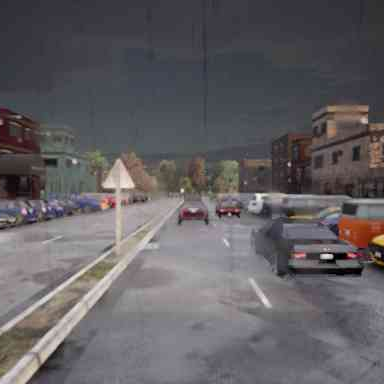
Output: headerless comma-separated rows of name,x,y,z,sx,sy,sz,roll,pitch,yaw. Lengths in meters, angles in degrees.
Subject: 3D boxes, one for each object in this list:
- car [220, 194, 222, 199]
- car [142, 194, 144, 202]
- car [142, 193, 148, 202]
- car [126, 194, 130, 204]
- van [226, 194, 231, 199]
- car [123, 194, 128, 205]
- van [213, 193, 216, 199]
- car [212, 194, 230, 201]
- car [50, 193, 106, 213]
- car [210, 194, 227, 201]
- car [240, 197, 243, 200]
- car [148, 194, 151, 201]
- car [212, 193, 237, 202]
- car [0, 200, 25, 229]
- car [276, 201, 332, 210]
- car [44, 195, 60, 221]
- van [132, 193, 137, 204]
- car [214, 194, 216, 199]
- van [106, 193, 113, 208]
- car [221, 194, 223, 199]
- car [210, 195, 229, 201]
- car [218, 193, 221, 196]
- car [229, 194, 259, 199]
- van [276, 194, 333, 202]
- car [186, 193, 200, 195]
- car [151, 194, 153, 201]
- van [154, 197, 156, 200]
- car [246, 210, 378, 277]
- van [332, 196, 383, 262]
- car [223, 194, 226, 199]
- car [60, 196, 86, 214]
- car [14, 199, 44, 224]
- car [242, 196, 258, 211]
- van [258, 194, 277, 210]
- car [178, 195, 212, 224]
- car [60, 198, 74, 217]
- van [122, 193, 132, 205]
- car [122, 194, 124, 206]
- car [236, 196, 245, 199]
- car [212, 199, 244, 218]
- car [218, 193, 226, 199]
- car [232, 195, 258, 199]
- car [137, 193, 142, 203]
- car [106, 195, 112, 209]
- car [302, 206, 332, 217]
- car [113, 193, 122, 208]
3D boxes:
car,7.620,1.466,56.060,4.892,1.521,2.231,0,0,0
car,-12.549,1.542,65.987,4.674,1.452,2.002,0,0,0
car,-12.522,1.267,68.707,5.566,2.045,2.435,0,0,0
car,-12.557,1.480,52.031,4.674,1.452,2.002,0,0,0
van,7.510,1.215,47.666,4.442,1.987,1.878,0,0,0
car,-12.531,1.461,49.377,4.792,1.488,2.163,0,0,0
van,7.505,1.316,72.604,4.442,1.987,1.878,0,0,0
car,7.587,1.491,86.394,4.553,1.767,2.185,0,0,0
car,-12.540,1.151,35.484,5.566,2.045,2.435,0,0,0
car,7.585,1.514,94.670,4.553,1.767,2.185,0,0,0
car,7.634,1.463,34.004,4.674,1.452,2.002,0,0,0
car,-12.577,1.301,74.391,5.566,2.045,2.435,0,0,0
car,7.649,1.322,78.119,5.566,2.045,2.435,0,0,0
car,-12.583,1.409,18.809,4.892,1.521,2.231,0,0,0
car,7.451,1.435,17.461,5.366,1.575,1.946,0,0,0
car,-12.543,1.276,24.367,4.553,1.767,2.185,0,0,0
van,-12.440,1.235,57.714,4.442,1.987,1.878,0,0,0
car,7.628,1.527,69.846,5.008,1.535,2.097,0,0,0
van,-12.449,1.185,41.041,4.442,1.987,1.878,0,0,0
car,7.620,1.457,53.303,4.892,1.521,2.231,0,0,0
car,7.622,1.635,91.907,5.008,1.535,2.097,0,0,0
car,7.593,1.361,61.574,4.553,1.767,2.185,0,0,0
car,7.815,1.428,42.275,5.366,1.575,1.946,0,0,0
van,7.752,1.206,20.219,4.442,1.987,1.878,0,0,0
car,0.095,1.166,41.750,2.150,2.045,5.566,0,-1,-1
car,-12.540,1.587,79.822,5.008,1.535,2.097,0,0,0
van,-12.424,1.409,88.163,4.442,1.987,1.878,0,0,0
car,3.104,1.522,10.147,2.033,1.411,5.357,0,0,0
van,7.754,1.224,11.946,4.442,1.987,1.878,0,0,0
car,7.621,1.449,50.547,4.892,1.521,2.231,0,0,0
car,-12.566,1.401,29.925,4.892,1.521,2.231,0,0,0
car,-12.545,1.278,21.587,4.553,1.767,2.185,0,0,0
car,7.638,1.423,31.246,5.008,1.535,2.097,0,0,0
van,7.750,1.200,25.732,4.442,1.987,1.878,0,0,0
car,0.094,1.299,24.398,2.097,1.767,4.553,0,0,0
car,-12.570,1.440,27.147,4.674,1.452,2.002,0,0,0
van,-12.675,1.225,54.937,4.442,1.987,1.878,0,0,0
car,-12.556,1.425,46.599,4.892,1.521,2.231,0,0,0
car,7.660,1.454,36.760,4.792,1.488,2.163,0,0,0
car,3.086,1.544,29.618,1.895,1.301,4.718,0,0,0
car,7.619,1.477,58.817,4.892,1.521,2.231,0,0,0
car,7.624,1.428,39.519,4.892,1.521,2.231,0,0,0
car,-12.584,1.223,60.495,5.566,2.045,2.435,0,0,0
car,-12.382,1.404,38.262,5.366,1.575,1.946,0,0,0
car,7.634,1.484,14.703,4.674,1.452,2.002,0,0,0
car,-12.536,1.165,43.819,5.566,2.045,2.435,0,0,0
